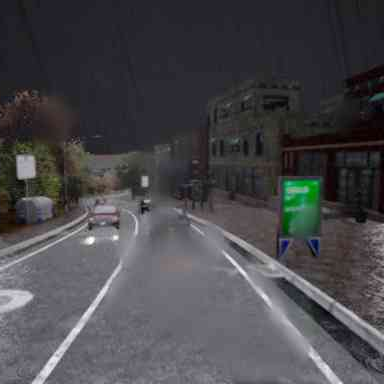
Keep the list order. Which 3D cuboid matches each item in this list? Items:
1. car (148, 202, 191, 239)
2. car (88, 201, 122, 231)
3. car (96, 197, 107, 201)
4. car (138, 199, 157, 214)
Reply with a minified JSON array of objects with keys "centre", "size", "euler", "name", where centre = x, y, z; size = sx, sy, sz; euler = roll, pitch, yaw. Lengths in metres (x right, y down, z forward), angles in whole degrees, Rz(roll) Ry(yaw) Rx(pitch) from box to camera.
[{"centre":[-1.172,1.477,17.170],"size":[1.837,1.490,4.892],"euler":[-1,0,-7],"name":"car"},{"centre":[-5.511,1.561,21.421],"size":[1.812,1.442,4.674],"euler":[-1,0,-10],"name":"car"},{"centre":[-16.737,1.714,61.218],"size":[2.128,1.511,4.902],"euler":[-2,0,-18],"name":"car"},{"centre":[-4.640,1.456,35.255],"size":[1.882,1.535,5.008],"euler":[-2,0,-14],"name":"car"}]
